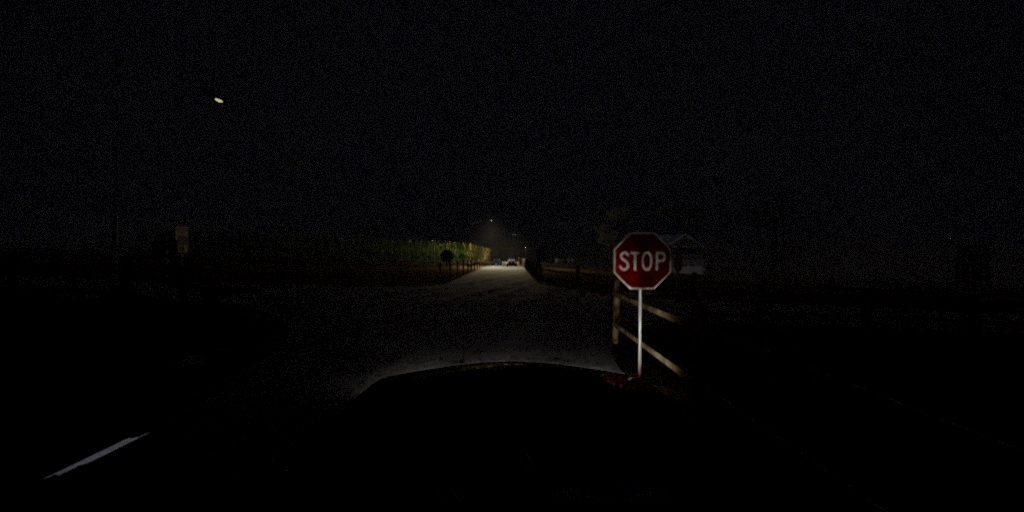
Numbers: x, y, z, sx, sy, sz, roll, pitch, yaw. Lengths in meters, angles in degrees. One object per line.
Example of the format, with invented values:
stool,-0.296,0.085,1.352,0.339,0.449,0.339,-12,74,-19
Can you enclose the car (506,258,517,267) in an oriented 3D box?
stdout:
car,-0.062,1.164,61.426,2.033,1.411,5.357,0,0,0
